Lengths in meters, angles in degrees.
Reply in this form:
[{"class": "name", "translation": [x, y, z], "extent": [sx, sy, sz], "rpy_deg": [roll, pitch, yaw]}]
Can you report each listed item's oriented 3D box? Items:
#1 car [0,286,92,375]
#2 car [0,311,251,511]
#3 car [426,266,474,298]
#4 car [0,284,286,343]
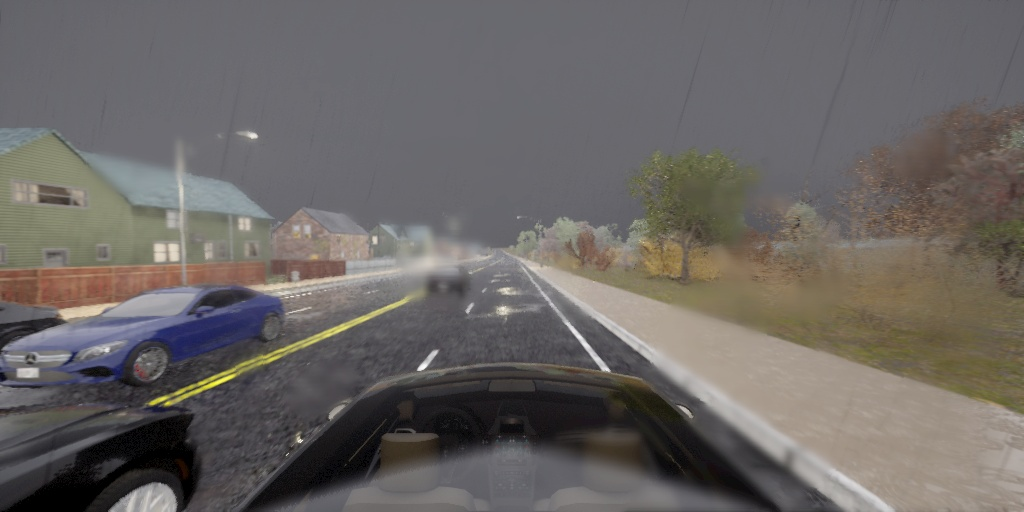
[{"class": "car", "translation": [-9.848, 1.365, 5.281], "extent": [1.812, 1.442, 4.674], "rpy_deg": [-1, 0, 0]}, {"class": "car", "translation": [-3.164, 1.256, 0.504], "extent": [1.882, 1.535, 5.008], "rpy_deg": [-1, 0, 0]}, {"class": "car", "translation": [-3.108, 1.250, 18.721], "extent": [1.882, 1.535, 5.008], "rpy_deg": [-1, 0, 0]}, {"class": "car", "translation": [-6.592, 1.335, 7.215], "extent": [1.812, 1.442, 4.674], "rpy_deg": [-1, 0, 0]}]
